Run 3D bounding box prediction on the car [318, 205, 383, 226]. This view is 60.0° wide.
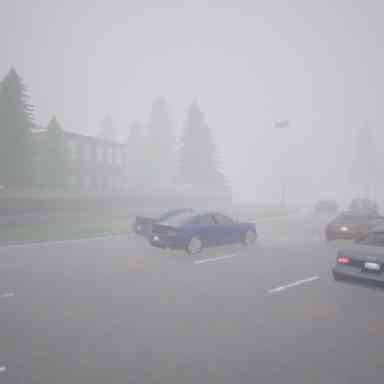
[{"bbox_3d":[7.888,1.530,15.520,4.181,1.385,1.994,0,0,-45],"label":"car"}]

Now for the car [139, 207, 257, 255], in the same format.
[{"bbox_3d":[0.591,1.494,13.487,5.008,1.535,1.882,0,0,-41],"label":"car"}]

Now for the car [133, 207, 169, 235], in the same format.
[{"bbox_3d":[-0.600,1.507,17.070,5.008,1.535,1.882,0,0,-41],"label":"car"}]

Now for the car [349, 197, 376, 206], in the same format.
[{"bbox_3d":[15.848,1.281,30.871,2.097,1.767,4.553,-1,0,32],"label":"car"}]

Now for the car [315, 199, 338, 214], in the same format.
[{"bbox_3d":[14.039,1.438,34.725,2.128,1.511,4.902,0,0,28],"label":"car"}]

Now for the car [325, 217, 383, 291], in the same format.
[{"bbox_3d":[5.494,1.521,8.354,5.357,1.411,2.033,0,0,-42],"label":"car"}]
